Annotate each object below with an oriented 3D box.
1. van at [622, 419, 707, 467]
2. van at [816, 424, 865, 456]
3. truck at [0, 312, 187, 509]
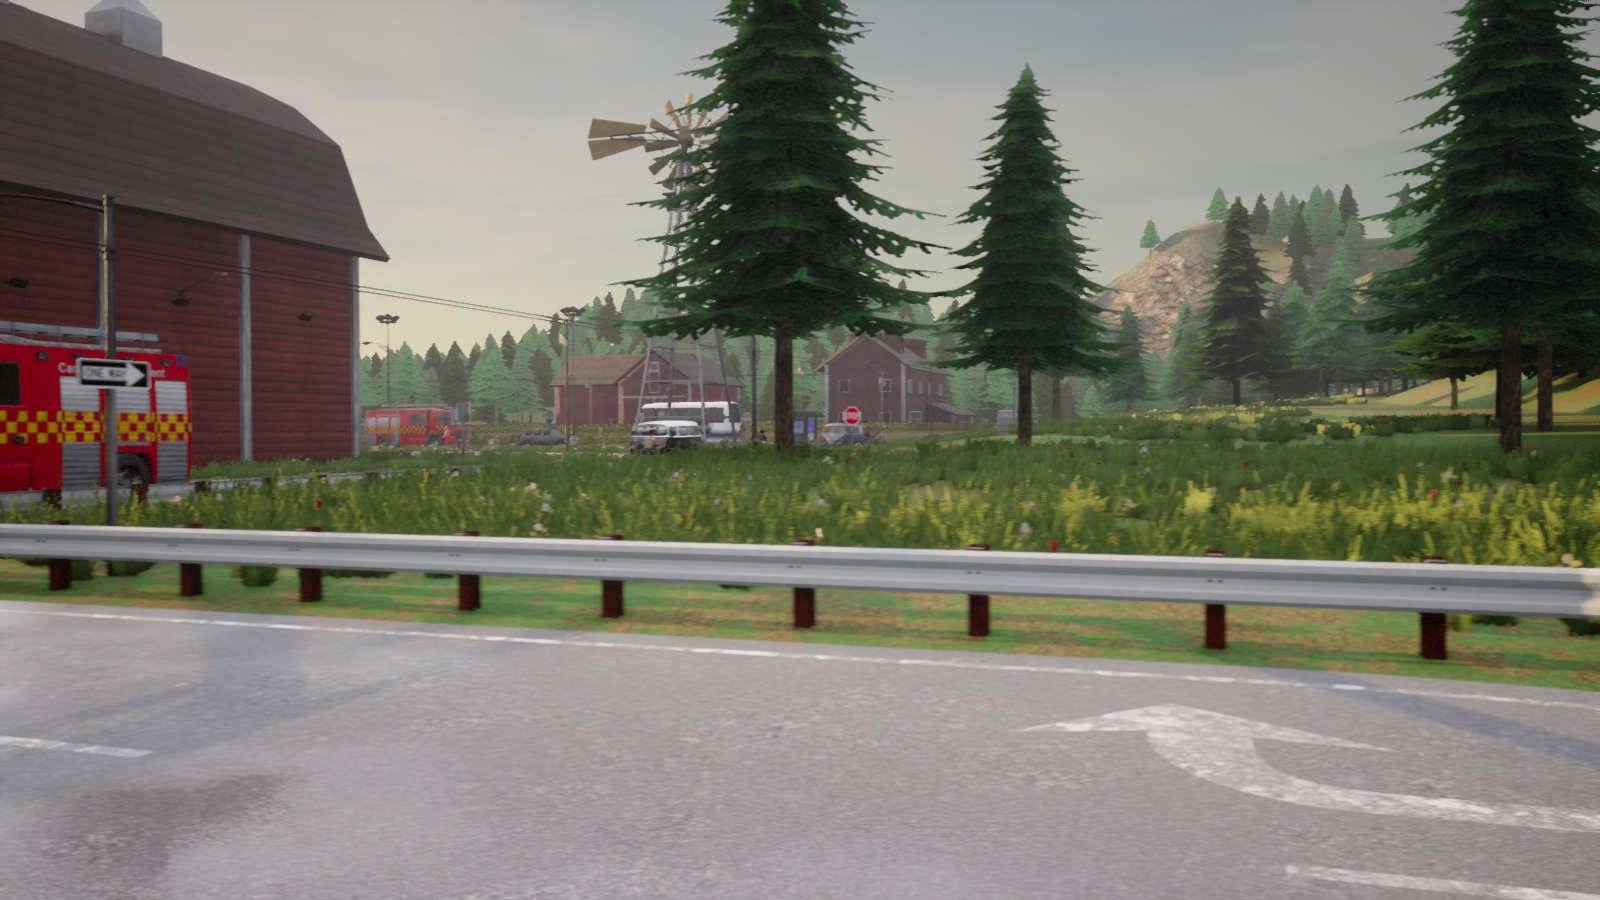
[{"bbox_3d":[-5.944,-0.336,55.572,2.069,2.038,4.480,1,1,18],"label":"van"},{"bbox_3d":[2.602,-0.655,79.489,1.775,1.987,4.442,1,1,20],"label":"van"},{"bbox_3d":[-16.778,-0.777,25.157,2.891,3.827,8.468,1,1,20],"label":"truck"}]
